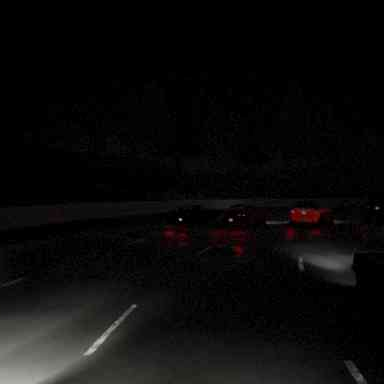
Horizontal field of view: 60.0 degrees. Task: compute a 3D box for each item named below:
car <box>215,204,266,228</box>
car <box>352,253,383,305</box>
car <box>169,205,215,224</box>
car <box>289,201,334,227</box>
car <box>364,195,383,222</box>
[{"bbox_3d":[3.528,1.523,22.291,1.812,1.442,4.674,0,0,30],"label":"car"},{"bbox_3d":[4.288,1.623,5.534,1.895,1.301,4.718,0,0,9],"label":"car"},{"bbox_3d":[0.376,1.574,24.447,1.895,1.301,4.718,0,0,31],"label":"car"},{"bbox_3d":[8.530,1.381,23.452,2.097,1.767,4.553,0,0,35],"label":"car"},{"bbox_3d":[15.602,1.295,26.422,5.566,2.045,2.150,0,0,-44],"label":"car"}]
